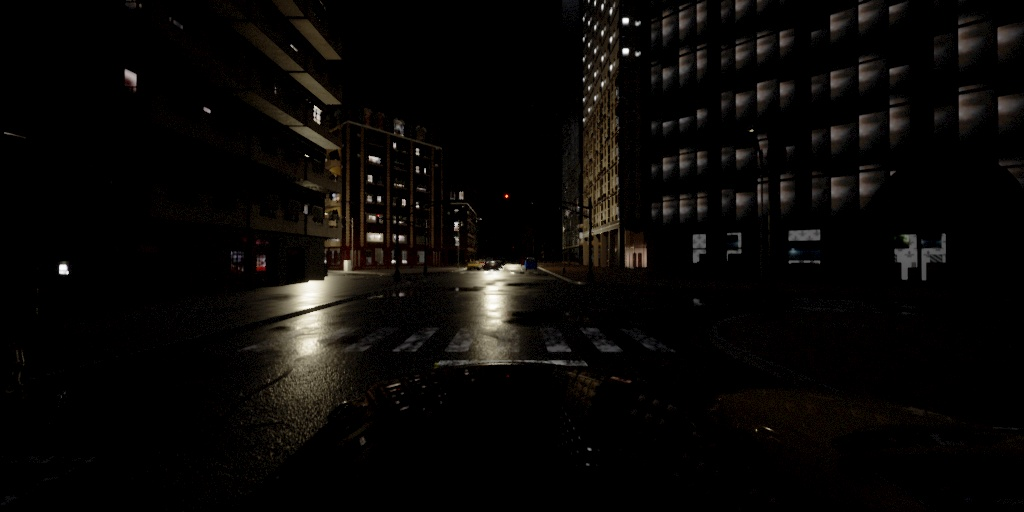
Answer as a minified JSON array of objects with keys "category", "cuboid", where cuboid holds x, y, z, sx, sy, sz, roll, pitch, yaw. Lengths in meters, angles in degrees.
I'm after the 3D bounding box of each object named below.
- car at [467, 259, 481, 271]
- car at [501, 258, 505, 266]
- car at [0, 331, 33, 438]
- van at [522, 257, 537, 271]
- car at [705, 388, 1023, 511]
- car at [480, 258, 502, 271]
[{"category":"car","cuboid":[-5.254,1.313,49.925,1.751,1.417,4.829,0,0,0]},{"category":"car","cuboid":[-2.739,1.415,62.767,1.895,1.301,4.718,0,0,0]},{"category":"car","cuboid":[-5.318,1.065,1.096,2.192,1.841,5.009,0,0,0]},{"category":"van","cuboid":[2.626,1.129,50.085,1.690,1.789,3.998,0,0,0]},{"category":"car","cuboid":[2.563,1.275,1.262,1.751,1.417,4.829,0,0,0]},{"category":"car","cuboid":[-2.779,1.349,48.560,1.994,1.385,4.181,0,0,0]}]
